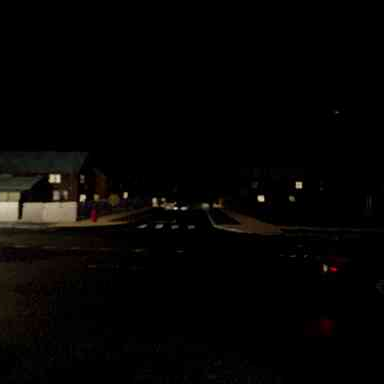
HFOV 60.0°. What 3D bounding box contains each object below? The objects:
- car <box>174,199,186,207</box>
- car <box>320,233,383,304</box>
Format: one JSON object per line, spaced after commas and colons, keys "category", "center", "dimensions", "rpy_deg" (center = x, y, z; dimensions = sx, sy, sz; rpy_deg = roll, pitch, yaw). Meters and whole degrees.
{"category": "car", "center": [-2.347, 2.205, 66.558], "dimensions": [2.097, 1.767, 4.553], "rpy_deg": [0, -1, 1]}
{"category": "car", "center": [5.484, 1.687, 7.743], "dimensions": [4.674, 1.442, 1.812], "rpy_deg": [1, -1, 7]}
